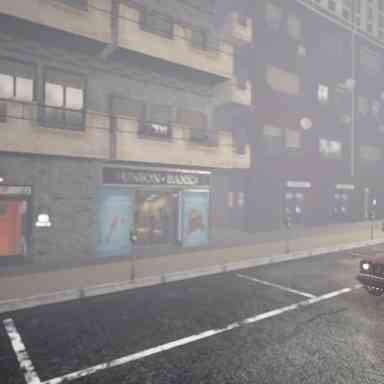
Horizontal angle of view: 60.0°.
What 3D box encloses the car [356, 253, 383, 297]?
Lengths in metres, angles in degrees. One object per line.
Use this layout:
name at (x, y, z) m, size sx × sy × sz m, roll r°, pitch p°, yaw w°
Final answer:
car at (5.716, 1.606, 7.451) m, size 4.718 × 1.301 × 1.895 m, roll 0°, pitch 0°, yaw -35°
